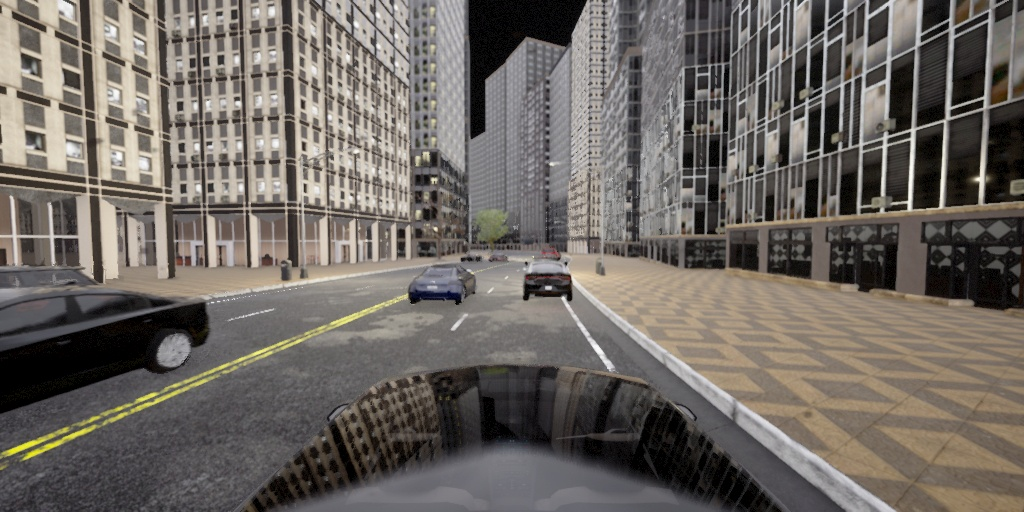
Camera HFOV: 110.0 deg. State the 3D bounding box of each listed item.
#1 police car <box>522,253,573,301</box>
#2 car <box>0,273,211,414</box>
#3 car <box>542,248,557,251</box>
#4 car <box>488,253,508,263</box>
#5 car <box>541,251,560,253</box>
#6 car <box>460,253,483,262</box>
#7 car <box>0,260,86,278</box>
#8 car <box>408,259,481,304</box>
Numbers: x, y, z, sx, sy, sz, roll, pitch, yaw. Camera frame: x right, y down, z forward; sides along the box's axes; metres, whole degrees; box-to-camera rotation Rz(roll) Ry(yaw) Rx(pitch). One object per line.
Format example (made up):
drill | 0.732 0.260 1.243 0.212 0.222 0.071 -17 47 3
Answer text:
police car | 1.461 0.861 15.276 1.930 1.638 5.238 0 1 4
car | -6.508 1.162 4.461 1.882 1.535 5.008 0 1 1
car | 5.205 -0.133 49.214 2.150 2.045 5.566 0 1 11
car | -1.805 0.224 47.535 1.994 1.385 4.181 0 1 11
car | 3.004 0.558 30.690 1.882 1.535 5.008 0 1 8
car | -5.258 0.267 46.781 1.895 1.301 4.718 0 1 11
car | -9.711 0.999 5.979 2.097 1.767 4.553 0 1 2
car | -2.648 1.014 14.469 1.994 1.385 4.181 0 1 3
